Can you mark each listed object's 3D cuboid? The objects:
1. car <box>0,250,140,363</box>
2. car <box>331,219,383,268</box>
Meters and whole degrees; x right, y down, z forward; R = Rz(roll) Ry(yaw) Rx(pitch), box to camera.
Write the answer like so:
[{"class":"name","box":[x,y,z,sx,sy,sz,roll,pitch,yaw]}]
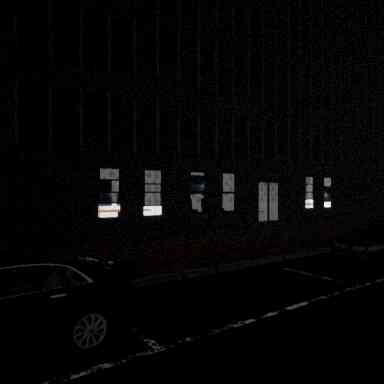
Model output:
[{"class":"car","box":[-2.876,1.551,4.509,4.403,1.369,2.008,0,0,-35]},{"class":"car","box":[6.408,1.582,11.097,4.206,1.307,1.802,0,0,-35]}]
